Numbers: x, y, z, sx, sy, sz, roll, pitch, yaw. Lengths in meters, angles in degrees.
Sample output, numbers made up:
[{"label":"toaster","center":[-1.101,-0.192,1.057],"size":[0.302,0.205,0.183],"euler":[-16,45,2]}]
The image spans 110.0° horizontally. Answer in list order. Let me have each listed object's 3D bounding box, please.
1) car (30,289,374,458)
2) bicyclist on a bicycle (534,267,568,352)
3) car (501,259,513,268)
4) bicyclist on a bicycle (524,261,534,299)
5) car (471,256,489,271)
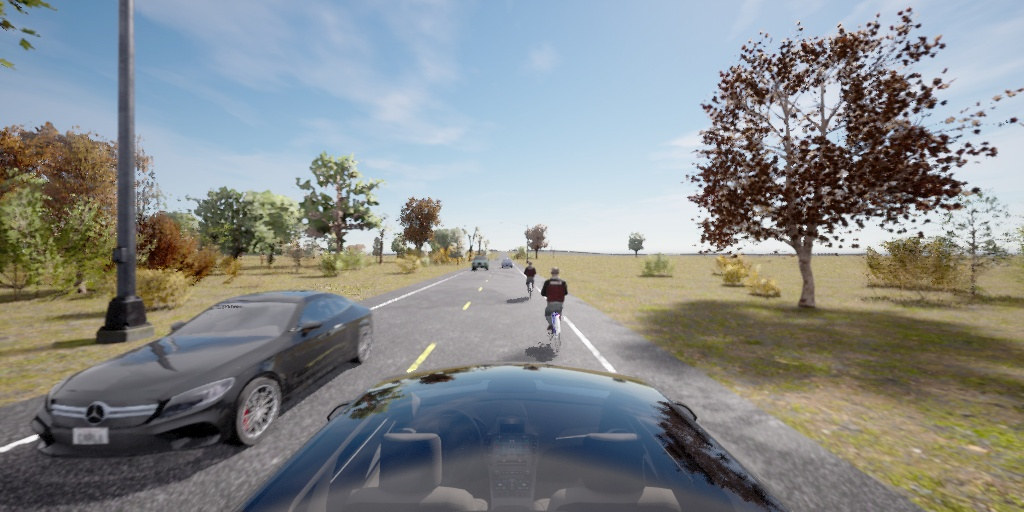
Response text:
[{"label":"car","center":[-3.604,1.277,5.383],"size":[1.812,1.442,4.674],"euler":[0,0,0]},{"label":"bicyclist on a bicycle","center":[0.936,1.123,8.022],"size":[0.659,1.776,1.843],"euler":[0,0,0]},{"label":"car","center":[-0.826,1.310,61.084],"size":[2.033,1.411,5.357],"euler":[0,0,-1]},{"label":"bicyclist on a bicycle","center":[0.859,1.126,17.038],"size":[0.659,1.776,1.843],"euler":[0,0,-1]},{"label":"car","center":[-4.282,0.983,49.114],"size":[2.150,2.045,5.566],"euler":[0,0,-1]}]
